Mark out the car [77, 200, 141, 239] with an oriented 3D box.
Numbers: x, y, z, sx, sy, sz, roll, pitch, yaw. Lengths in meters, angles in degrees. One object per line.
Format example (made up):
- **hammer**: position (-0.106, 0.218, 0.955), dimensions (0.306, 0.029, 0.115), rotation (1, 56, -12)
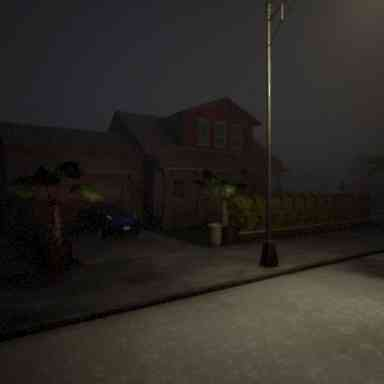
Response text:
- **car**: position (-3.744, 1.135, 14.784), dimensions (1.845, 1.501, 3.633), rotation (-1, 0, -38)
